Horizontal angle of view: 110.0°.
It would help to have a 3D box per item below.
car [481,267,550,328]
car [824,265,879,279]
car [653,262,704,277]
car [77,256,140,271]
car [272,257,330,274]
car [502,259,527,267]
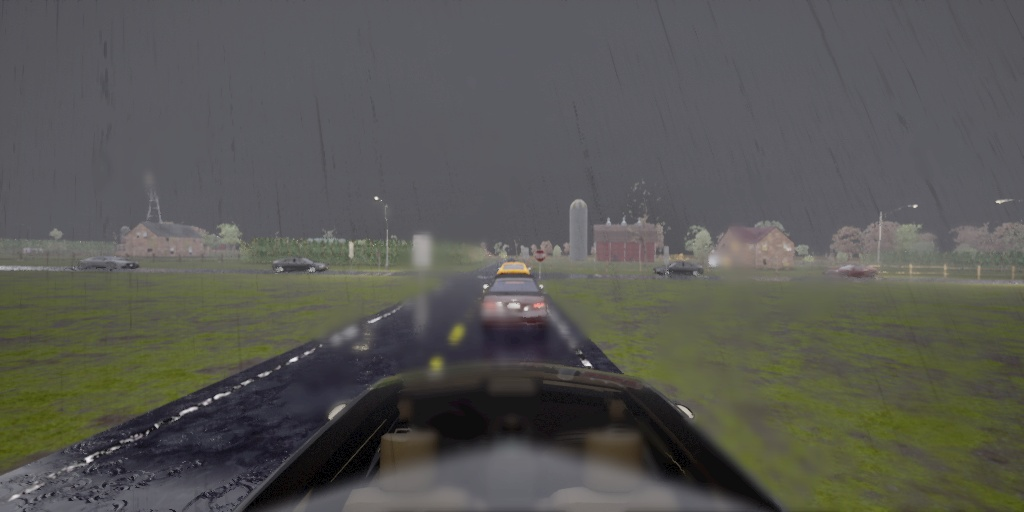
[{"bbox_3d":[0.078,1.252,11.110,2.033,1.411,5.357,0,0,0],"label":"car"},{"bbox_3d":[34.826,1.606,36.790,4.674,1.442,1.812,1,1,0],"label":"car"},{"bbox_3d":[16.962,1.344,36.696,4.892,1.490,1.837,1,1,0],"label":"car"},{"bbox_3d":[-37.540,0.655,33.441,4.181,1.385,1.994,1,1,0],"label":"car"},{"bbox_3d":[-19.703,0.863,33.535,4.892,1.490,1.837,1,1,0],"label":"car"},{"bbox_3d":[0.163,1.133,22.026,1.882,1.535,5.008,0,1,2],"label":"car"}]
